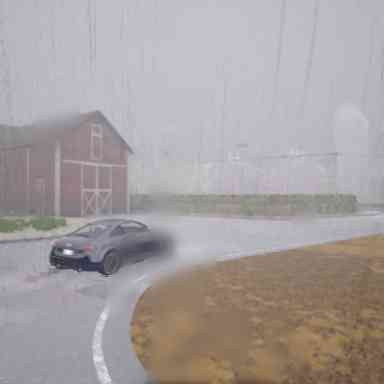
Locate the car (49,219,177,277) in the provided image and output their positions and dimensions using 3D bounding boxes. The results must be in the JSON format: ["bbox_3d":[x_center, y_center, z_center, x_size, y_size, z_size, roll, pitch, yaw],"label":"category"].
[{"bbox_3d":[-2.228,1.538,10.402,1.994,1.385,4.181,0,0,29],"label":"car"}]
